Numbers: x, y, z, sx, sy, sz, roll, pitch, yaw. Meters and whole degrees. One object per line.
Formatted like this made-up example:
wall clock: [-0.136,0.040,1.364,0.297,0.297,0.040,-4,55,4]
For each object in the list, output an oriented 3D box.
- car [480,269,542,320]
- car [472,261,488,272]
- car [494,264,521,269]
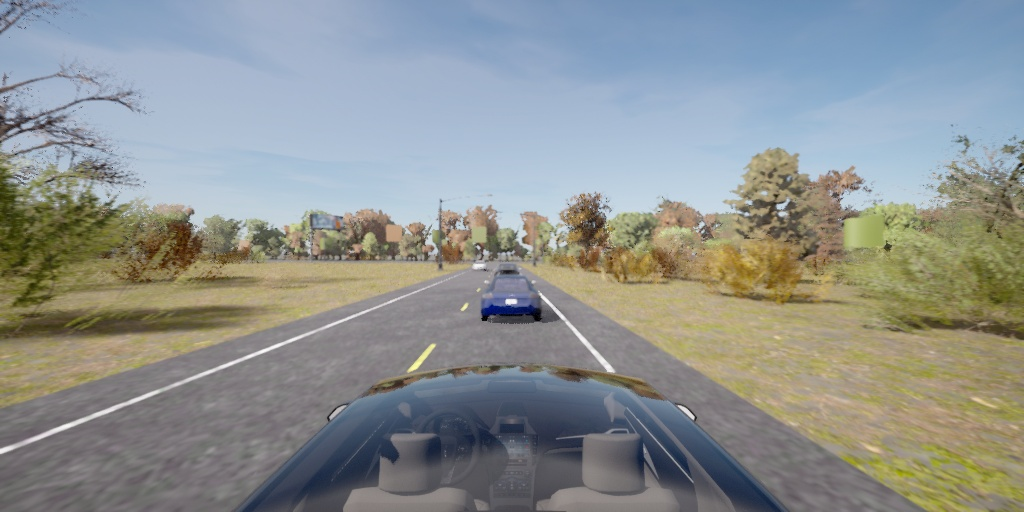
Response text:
car: [-0.044,1.343,12.773,1.994,1.385,4.181,0,0,-1]
car: [-4.417,1.389,49.493,1.812,1.442,4.674,0,0,-1]
car: [-0.329,1.321,27.891,1.837,1.490,4.892,0,0,-1]
